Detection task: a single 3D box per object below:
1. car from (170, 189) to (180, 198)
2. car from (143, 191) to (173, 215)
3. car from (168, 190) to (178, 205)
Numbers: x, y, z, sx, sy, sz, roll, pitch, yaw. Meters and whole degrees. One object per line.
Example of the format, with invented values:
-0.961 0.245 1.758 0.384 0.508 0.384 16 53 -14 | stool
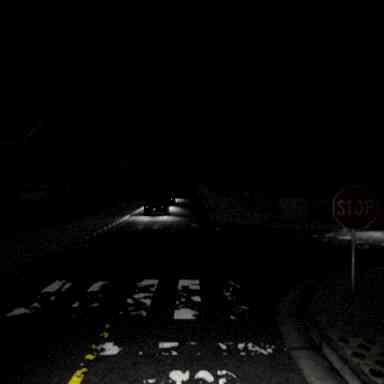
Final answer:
-2.921 0.271 51.570 1.895 1.301 4.718 0 2 0 | car
-2.891 1.009 27.977 1.837 1.490 4.892 0 2 0 | car
-2.908 0.757 37.938 1.895 1.301 4.718 0 2 0 | car
